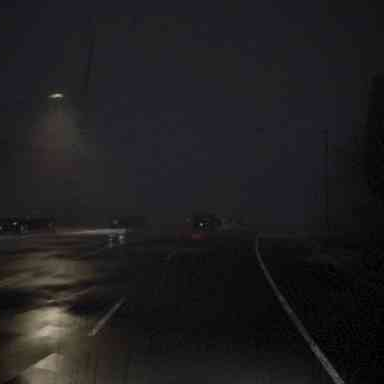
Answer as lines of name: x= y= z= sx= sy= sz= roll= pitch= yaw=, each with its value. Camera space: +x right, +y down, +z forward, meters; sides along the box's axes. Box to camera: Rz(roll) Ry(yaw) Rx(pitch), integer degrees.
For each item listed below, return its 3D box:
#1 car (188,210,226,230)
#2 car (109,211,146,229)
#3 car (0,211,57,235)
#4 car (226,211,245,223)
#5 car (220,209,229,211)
car: x=1.482 y=2.639 z=30.544 sx=1.837 sy=1.490 sz=4.892 roll=0 pitch=-4 yaw=17
car: x=-5.922 y=2.548 z=31.035 sx=2.128 sy=1.511 sz=4.902 roll=0 pitch=-3 yaw=16
car: x=-11.488 y=2.102 z=23.264 sx=2.128 sy=1.511 sz=4.902 roll=0 pitch=-3 yaw=12
car: x=5.873 y=3.494 z=44.346 sx=1.895 sy=1.301 sz=4.718 roll=0 pitch=-3 yaw=18
car: x=6.656 y=4.144 z=69.590 sx=2.097 sy=1.767 sz=4.553 roll=0 pitch=-3 yaw=18
